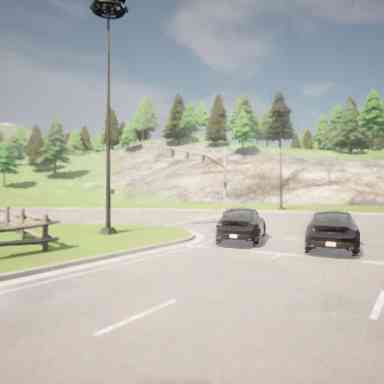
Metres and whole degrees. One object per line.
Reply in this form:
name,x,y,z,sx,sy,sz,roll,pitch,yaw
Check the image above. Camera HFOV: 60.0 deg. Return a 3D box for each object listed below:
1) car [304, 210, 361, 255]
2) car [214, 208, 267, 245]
car,5.641,1.509,13.462,1.837,1.490,4.892,1,0,23
car,2.339,1.511,15.606,1.837,1.490,4.892,1,0,16
